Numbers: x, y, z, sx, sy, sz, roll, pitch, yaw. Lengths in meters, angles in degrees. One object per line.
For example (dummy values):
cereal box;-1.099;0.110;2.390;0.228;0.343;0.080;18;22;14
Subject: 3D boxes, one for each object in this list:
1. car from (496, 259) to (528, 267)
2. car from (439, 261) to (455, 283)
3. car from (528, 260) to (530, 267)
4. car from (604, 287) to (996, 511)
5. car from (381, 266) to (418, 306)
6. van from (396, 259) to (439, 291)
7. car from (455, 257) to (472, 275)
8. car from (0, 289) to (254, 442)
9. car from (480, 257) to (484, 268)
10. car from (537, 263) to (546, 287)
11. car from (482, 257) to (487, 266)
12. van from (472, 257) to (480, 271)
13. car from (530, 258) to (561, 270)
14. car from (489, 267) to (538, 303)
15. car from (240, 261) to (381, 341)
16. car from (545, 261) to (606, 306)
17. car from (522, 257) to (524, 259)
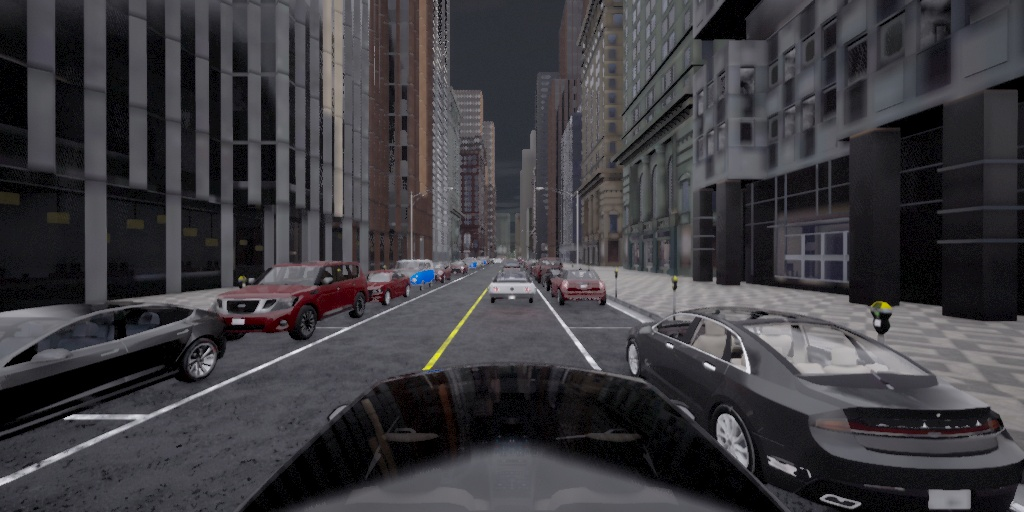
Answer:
car;0.000;1.243;31.501;2.128;1.511;4.902;0;0;0
car;-5.763;1.187;26.979;1.967;1.591;4.097;0;0;0
car;2.763;1.292;32.625;1.888;1.381;4.507;0;0;0
car;2.762;1.298;4.443;2.007;1.370;4.403;0;0;0
car;-5.763;1.292;15.706;1.888;1.381;4.507;0;0;0
van;-5.763;1.088;21.342;1.690;1.789;3.998;0;0;0
car;-5.763;1.186;38.253;1.967;1.591;4.097;0;0;0
car;-5.763;1.313;4.432;1.948;1.339;4.313;0;0;0
car;-5.763;1.273;54.992;1.751;1.417;4.829;0;0;0
car;2.762;1.313;21.352;1.948;1.339;4.313;0;0;0
car;-5.763;1.300;60.798;2.007;1.370;4.403;0;0;0
van;-5.763;1.088;49.526;1.690;1.789;3.998;0;0;0
car;2.762;1.061;26.988;2.192;1.841;5.009;0;0;0
car;0.000;1.364;16.531;1.895;1.301;4.718;0;0;0
car;-5.763;1.062;10.068;2.192;1.841;5.009;0;0;0
car;2.762;1.187;15.715;1.967;1.591;4.097;0;0;0
car;2.763;1.186;49.533;1.967;1.591;4.097;0;0;0
